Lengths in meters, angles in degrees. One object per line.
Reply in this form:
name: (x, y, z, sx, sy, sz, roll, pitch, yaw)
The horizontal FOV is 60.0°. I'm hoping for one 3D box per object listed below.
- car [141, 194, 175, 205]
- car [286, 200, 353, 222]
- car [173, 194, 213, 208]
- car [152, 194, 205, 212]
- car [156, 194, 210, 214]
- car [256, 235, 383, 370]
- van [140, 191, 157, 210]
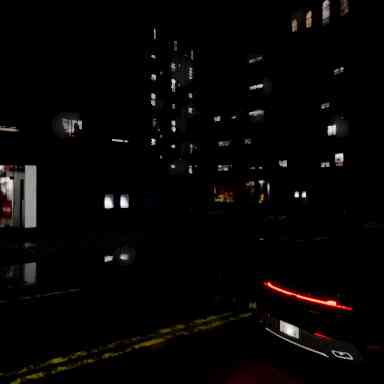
car: (-4.359, 0.962, 42.548, 4.206, 1.307, 1.802, 1, 0, 37)
car: (9.470, 1.330, 24.916, 4.674, 1.442, 1.812, 1, 1, 36)
car: (0.054, 1.042, 39.223, 4.403, 1.369, 2.008, 1, 0, 37)
car: (-1.392, 1.023, 33.046, 4.902, 1.511, 2.128, 2, 1, 37)
car: (-0.603, 1.138, 29.225, 4.403, 1.369, 2.008, 1, 0, 37)
car: (3.237, 1.507, 5.621, 4.892, 1.490, 1.837, 0, 0, -35)
van: (-5.010, 0.817, 32.552, 3.998, 1.788, 1.690, 1, 0, 37)
